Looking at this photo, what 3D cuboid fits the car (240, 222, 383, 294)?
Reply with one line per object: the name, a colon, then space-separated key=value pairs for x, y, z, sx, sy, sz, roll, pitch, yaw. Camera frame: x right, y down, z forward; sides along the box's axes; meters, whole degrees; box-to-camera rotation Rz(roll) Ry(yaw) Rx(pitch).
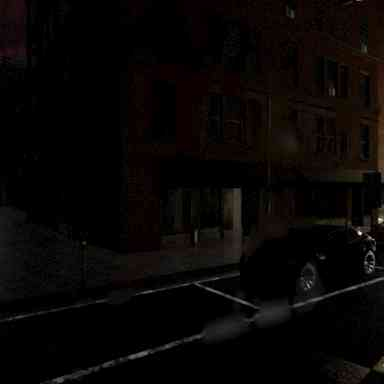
car: x=3.218 y=1.566 z=8.837 sx=4.313 sy=1.339 sz=1.947 roll=0 pitch=0 yaw=-36
